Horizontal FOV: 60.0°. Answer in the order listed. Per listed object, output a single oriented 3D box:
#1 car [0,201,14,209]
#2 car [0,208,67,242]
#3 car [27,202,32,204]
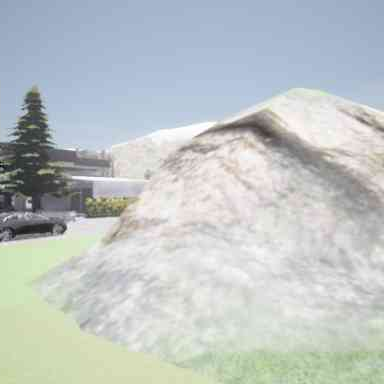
[{"bbox_3d":[-19.015,1.820,30.764,1.905,1.878,3.866,-1,0,35],"label":"car"},{"bbox_3d":[-9.567,1.862,19.037,2.128,1.511,4.902,-1,0,36],"label":"car"},{"bbox_3d":[-21.122,2.041,37.576,2.242,1.667,4.611,-1,0,35],"label":"car"}]
